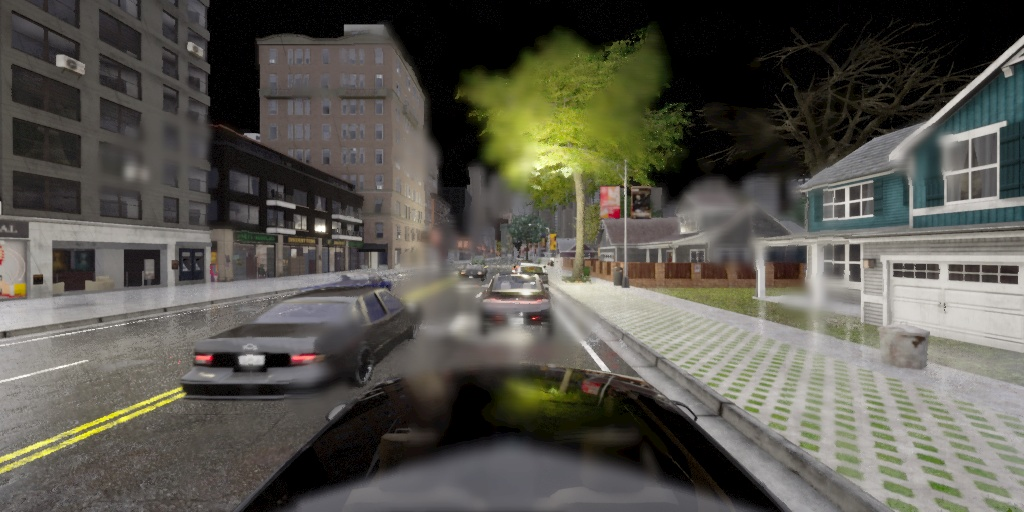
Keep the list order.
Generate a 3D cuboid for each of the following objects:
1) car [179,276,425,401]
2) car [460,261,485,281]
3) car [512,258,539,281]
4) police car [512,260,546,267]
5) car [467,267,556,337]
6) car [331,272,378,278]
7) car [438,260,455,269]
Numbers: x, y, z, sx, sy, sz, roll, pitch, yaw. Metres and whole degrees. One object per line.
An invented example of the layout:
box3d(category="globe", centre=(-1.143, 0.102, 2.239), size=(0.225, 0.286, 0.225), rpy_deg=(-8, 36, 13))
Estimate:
box3d(category="car", centre=(-3.126, 1.296, 6.794), size=(2.033, 1.411, 5.357), rpy_deg=(0, 0, 0))
box3d(category="car", centre=(-3.047, 1.332, 29.561), size=(1.895, 1.301, 4.718), rpy_deg=(0, 0, 0))
box3d(category="car", centre=(1.080, 1.082, 30.443), size=(2.097, 1.767, 4.553), rpy_deg=(0, 0, 0))
box3d(category="police car", centre=(1.044, 1.165, 20.583), size=(1.930, 1.638, 5.238), rpy_deg=(0, 0, 0))
box3d(category="car", centre=(0.130, 1.239, 10.333), size=(2.128, 1.511, 4.902), rpy_deg=(0, 0, 0))
box3d(category="car", centre=(-6.552, 1.345, 14.646), size=(1.895, 1.301, 4.718), rpy_deg=(0, 0, 0))
box3d(category="car", centre=(-9.651, 1.273, 53.351), size=(1.994, 1.385, 4.181), rpy_deg=(0, 0, 0))
